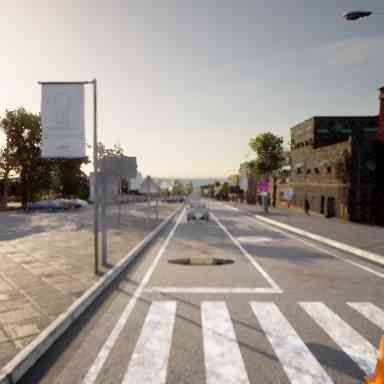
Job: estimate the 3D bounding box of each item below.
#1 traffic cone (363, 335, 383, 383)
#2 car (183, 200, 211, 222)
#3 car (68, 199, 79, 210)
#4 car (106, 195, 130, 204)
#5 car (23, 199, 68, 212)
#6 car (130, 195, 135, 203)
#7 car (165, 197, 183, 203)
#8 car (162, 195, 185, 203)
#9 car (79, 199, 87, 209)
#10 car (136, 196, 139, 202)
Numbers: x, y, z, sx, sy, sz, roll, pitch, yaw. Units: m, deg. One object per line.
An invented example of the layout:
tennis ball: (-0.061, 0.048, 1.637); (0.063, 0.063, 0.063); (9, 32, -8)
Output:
traffic cone: (2.259, 1.979, 3.901); (0.340, 0.580, 0.340); (0, 0, 0)
car: (0.502, 1.687, 28.144); (2.128, 1.511, 4.902); (0, 0, 0)
car: (-18.122, 1.682, 43.824); (4.892, 1.521, 2.231); (0, 0, 0)
car: (-17.929, 1.951, 78.730); (5.008, 1.535, 2.097); (0, 0, 0)
car: (-18.143, 1.697, 40.548); (4.674, 1.452, 2.002); (0, 0, 0)
car: (-17.910, 2.014, 84.298); (5.008, 1.535, 2.097); (0, -1, 0)
car: (-4.803, 2.145, 89.826); (4.892, 1.521, 2.231); (0, -1, 0)
car: (-4.834, 2.037, 81.422); (4.892, 1.521, 2.231); (0, -1, 0)
car: (-18.116, 1.706, 47.097); (5.008, 1.535, 2.097); (0, 0, 0)
car: (-17.831, 2.008, 92.654); (4.553, 1.767, 2.185); (0, -1, 0)
